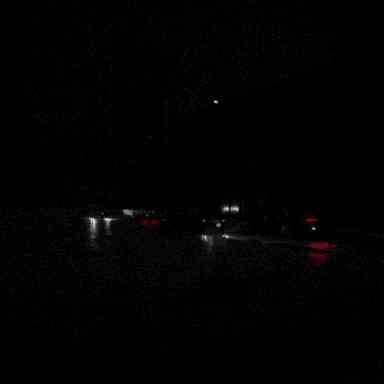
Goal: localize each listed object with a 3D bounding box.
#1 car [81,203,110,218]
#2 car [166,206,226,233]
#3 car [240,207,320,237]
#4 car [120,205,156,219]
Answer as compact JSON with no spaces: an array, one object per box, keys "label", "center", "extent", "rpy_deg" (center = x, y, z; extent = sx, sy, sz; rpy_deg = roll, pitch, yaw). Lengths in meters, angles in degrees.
[{"label":"car","center":[-10.286,1.931,35.226],"extent":[1.812,1.442,4.674],"rpy_deg":[1,-2,-35]},{"label":"car","center":[0.074,1.625,20.496],"extent":[2.128,1.511,4.902],"rpy_deg":[1,-2,-35]},{"label":"car","center":[4.802,1.637,18.902],"extent":[1.837,1.490,4.892],"rpy_deg":[1,-1,-35]},{"label":"car","center":[-5.571,1.990,33.623],"extent":[1.895,1.301,4.718],"rpy_deg":[1,-2,-35]}]
